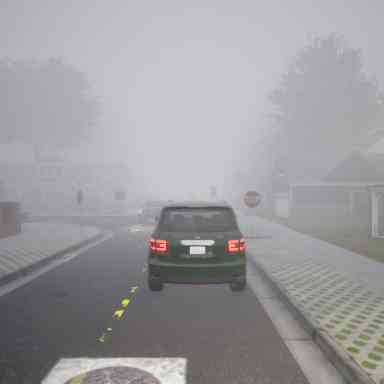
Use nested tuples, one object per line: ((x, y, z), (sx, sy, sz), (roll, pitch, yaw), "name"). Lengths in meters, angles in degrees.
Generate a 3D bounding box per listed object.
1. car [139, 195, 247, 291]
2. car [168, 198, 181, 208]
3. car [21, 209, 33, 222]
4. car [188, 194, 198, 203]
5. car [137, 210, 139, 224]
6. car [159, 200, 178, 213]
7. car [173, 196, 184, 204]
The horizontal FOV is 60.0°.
((0.121, 1.229, 9.144), (2.150, 2.045, 5.566), (0, 0, 0), "car")
((-2.705, 1.703, 52.576), (1.895, 1.301, 4.718), (0, 0, 0), "car")
((-13.585, 1.405, 23.166), (4.674, 1.442, 1.812), (1, 0, 0), "car")
((0.202, 1.428, 78.620), (2.150, 2.045, 5.566), (0, 0, 0), "car")
((-2.767, 1.367, 24.915), (2.097, 1.767, 4.553), (1, 0, 0), "car")
((-2.741, 1.634, 39.645), (1.994, 1.385, 4.181), (0, 0, 0), "car")
((-2.614, 1.626, 66.280), (1.882, 1.535, 5.008), (0, 0, 1), "car")
